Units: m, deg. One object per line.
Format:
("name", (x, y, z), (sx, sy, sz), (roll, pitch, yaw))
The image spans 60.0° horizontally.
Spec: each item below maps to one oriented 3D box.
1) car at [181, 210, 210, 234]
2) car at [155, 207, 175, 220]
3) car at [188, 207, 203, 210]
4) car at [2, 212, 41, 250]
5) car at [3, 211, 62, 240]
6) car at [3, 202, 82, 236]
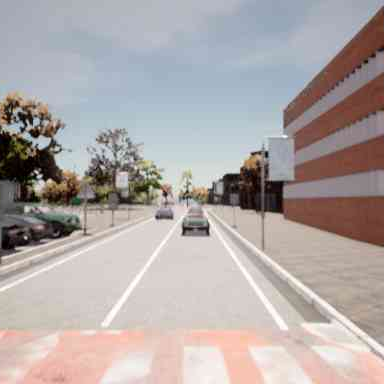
("car", (0.266, 2.184, 23.570), (1.895, 1.301, 4.718), (0, -1, 0))
("car", (-3.036, 2.427, 37.623), (1.994, 1.385, 4.181), (0, -1, 1))
("car", (0.448, 2.499, 41.029), (1.994, 1.385, 4.181), (0, -1, 1))
("car", (-9.443, 1.773, 13.969), (5.008, 1.535, 2.097), (0, -1, 0))
("car", (-9.453, 1.871, 16.795), (4.674, 1.452, 2.002), (0, -1, 0))
("car", (-9.433, 1.636, 19.625), (5.566, 2.045, 2.435), (0, -1, 0))
